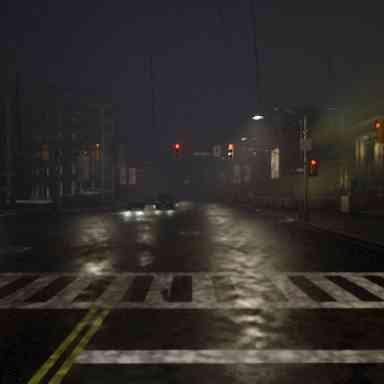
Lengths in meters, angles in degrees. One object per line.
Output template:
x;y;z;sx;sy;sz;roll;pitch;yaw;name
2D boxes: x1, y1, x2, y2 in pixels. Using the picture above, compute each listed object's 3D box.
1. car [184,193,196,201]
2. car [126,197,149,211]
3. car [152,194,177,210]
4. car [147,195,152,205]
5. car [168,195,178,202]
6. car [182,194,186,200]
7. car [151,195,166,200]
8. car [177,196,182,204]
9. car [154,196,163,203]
-1.121;1.289;88.029;2.150;2.045;5.566;0;0;-29;car
-7.060;1.631;42.078;1.895;1.301;4.718;0;0;0;car
-3.559;1.256;43.941;2.150;2.045;5.566;0;0;0;car
-7.042;1.394;57.738;2.097;1.767;4.553;0;0;0;car
-4.389;1.556;76.389;1.837;1.490;4.892;0;0;-10;car
-4.157;1.615;86.300;1.994;1.385;4.181;0;0;-29;car
-9.546;1.518;94.641;1.837;1.490;4.892;0;0;-43;car
-3.540;1.524;64.066;1.882;1.535;5.008;0;0;0;car
-7.284;1.577;72.707;1.812;1.442;4.674;0;0;-7;car
